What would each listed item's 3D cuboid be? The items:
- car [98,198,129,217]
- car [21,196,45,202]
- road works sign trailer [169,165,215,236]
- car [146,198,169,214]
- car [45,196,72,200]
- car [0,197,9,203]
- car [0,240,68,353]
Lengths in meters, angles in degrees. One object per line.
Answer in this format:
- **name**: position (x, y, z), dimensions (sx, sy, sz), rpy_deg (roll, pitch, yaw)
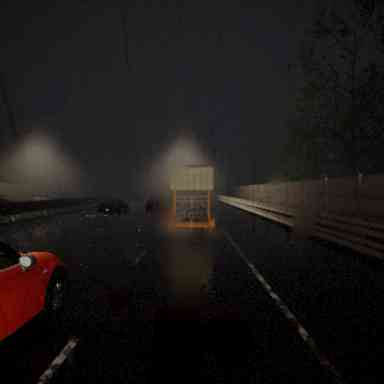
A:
- **car**: position (-6.910, 1.312, 29.627), dimensions (1.882, 1.535, 5.008), rpy_deg (0, 0, 0)
- **car**: position (-21.088, 1.307, 44.892), dimensions (2.033, 1.411, 5.357), rpy_deg (0, 0, 0)
- **road works sign trailer**: position (-0.006, 0.364, 17.558), dimensions (2.380, 3.560, 2.880), rpy_deg (0, 0, 0)
- **car**: position (-3.412, 1.294, 33.192), dimensions (1.882, 1.535, 5.008), rpy_deg (0, 0, 0)
- **car**: position (-17.590, 1.235, 45.288), dimensions (1.882, 1.535, 5.008), rpy_deg (0, 0, 0)
- **car**: position (-24.594, 1.255, 40.918), dimensions (1.882, 1.535, 5.008), rpy_deg (0, 0, 0)
- **car**: position (-3.402, 1.325, 4.485), dimensions (2.097, 1.767, 4.553), rpy_deg (0, 0, 0)
